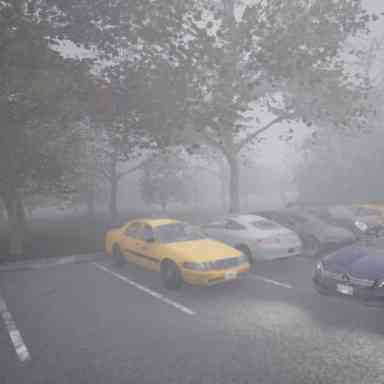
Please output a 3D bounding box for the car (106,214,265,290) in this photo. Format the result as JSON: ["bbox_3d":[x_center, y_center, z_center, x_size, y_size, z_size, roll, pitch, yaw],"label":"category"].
[{"bbox_3d":[-0.730,1.433,9.318,1.946,1.575,5.366,-1,0,-36],"label":"car"}]

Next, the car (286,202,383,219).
[{"bbox_3d":[5.801,1.235,14.256,2.185,1.767,4.553,-1,0,-36],"label":"car"}]

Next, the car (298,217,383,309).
[{"bbox_3d":[4.617,1.453,7.276,4.674,1.442,1.812,-1,0,-35],"label":"car"}]

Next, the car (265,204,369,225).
[{"bbox_3d":[3.686,1.414,12.668,2.163,1.488,4.792,-1,0,-36],"label":"car"}]

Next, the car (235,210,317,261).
[{"bbox_3d":[1.417,1.451,11.079,2.002,1.452,4.674,-1,0,-36],"label":"car"}]
